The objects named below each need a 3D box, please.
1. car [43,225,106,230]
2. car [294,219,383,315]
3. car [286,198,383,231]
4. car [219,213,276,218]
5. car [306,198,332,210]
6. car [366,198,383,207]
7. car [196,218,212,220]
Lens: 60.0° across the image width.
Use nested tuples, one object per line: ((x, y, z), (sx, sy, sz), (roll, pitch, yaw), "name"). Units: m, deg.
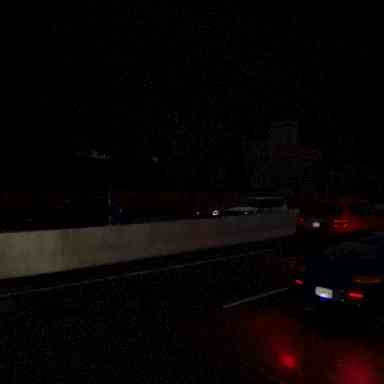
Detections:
((-7.091, 1.324, 20.798), (5.566, 2.045, 2.150), (0, 0, -39), "car")
((4.033, 1.557, 7.164), (4.674, 1.442, 1.812), (0, 0, -40), "car")
((6.503, 1.285, 14.016), (5.566, 2.045, 2.150), (0, 0, -43), "car")
((4.347, 1.322, 21.960), (2.150, 2.045, 5.566), (0, 0, 44), "car")
((18.299, 1.686, 47.844), (1.882, 1.535, 5.008), (0, 0, 42), "car")
((32.062, 1.806, 57.900), (1.994, 1.385, 4.181), (0, 0, 42), "car")
((2.380, 1.465, 25.009), (2.097, 1.767, 4.553), (0, 0, 44), "car")
